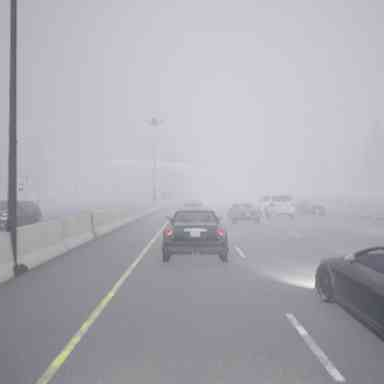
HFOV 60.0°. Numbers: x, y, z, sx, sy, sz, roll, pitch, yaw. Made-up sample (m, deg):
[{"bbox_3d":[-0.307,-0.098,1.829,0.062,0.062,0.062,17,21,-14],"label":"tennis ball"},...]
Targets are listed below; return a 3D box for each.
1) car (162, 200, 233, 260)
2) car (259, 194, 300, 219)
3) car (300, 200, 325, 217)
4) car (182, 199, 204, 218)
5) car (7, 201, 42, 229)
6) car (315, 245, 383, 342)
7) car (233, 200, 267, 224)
[{"bbox_3d":[0.100,1.290,12.222,2.097,1.767,4.553,0,0,0],"label":"car"},{"bbox_3d":[7.102,1.183,28.532,2.150,2.045,5.566,0,0,0],"label":"car"},{"bbox_3d":[10.589,1.500,30.386,1.812,1.442,4.674,0,0,0],"label":"car"},{"bbox_3d":[0.102,1.457,30.921,1.882,1.535,5.008,0,-1,0],"label":"car"},{"bbox_3d":[-10.596,1.281,19.325,2.097,1.767,4.553,0,0,0],"label":"car"},{"bbox_3d":[3.601,1.533,5.402,1.994,1.385,4.181,0,0,0],"label":"car"},{"bbox_3d":[3.602,1.485,23.949,2.033,1.411,5.357,0,0,0],"label":"car"}]
